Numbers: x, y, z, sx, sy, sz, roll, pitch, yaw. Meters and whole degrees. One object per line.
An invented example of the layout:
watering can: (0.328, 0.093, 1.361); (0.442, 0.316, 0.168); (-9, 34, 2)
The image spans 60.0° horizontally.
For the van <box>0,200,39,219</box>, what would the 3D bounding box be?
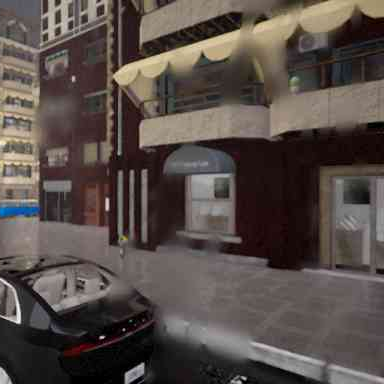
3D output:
van: (-16.624, 1.681, 32.195); (1.690, 1.788, 3.998); (-1, -2, 35)

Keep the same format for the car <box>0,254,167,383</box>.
car: (-2.339, 1.547, 4.539); (4.403, 1.369, 2.008); (0, 0, 35)
